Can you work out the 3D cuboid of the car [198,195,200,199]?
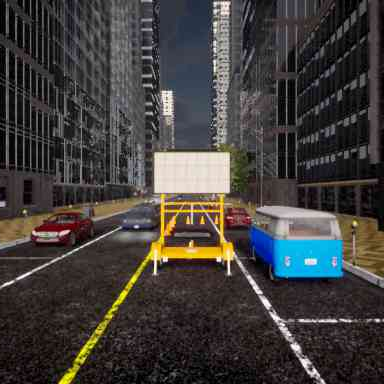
[{"bbox_3d":[2.710,1.410,66.309,1.967,1.590,4.097,0,0,0],"label":"car"}]

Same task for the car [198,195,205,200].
[{"bbox_3d":[2.719,1.462,94.772,1.887,1.381,4.507,0,0,0],"label":"car"}]

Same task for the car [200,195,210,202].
[{"bbox_3d":[2.711,1.401,72.001,1.967,1.590,4.097,0,0,0],"label":"car"}]

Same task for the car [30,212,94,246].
[{"bbox_3d":[-5.686,1.581,15.082,1.802,1.307,4.206,0,0,0],"label":"car"}]

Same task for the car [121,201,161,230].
[{"bbox_3d":[-3.093,1.547,21.203,2.033,1.411,5.357,0,0,0],"label":"car"}]

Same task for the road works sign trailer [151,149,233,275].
[{"bbox_3d":[0.003,0.464,10.405,2.380,3.560,2.880,0,0,0],"label":"road works sign trailer"}]

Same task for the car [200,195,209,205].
[{"bbox_3d":[2.705,1.544,49.232,2.008,1.369,4.403,0,0,0],"label":"car"}]

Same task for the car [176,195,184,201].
[{"bbox_3d":[-2.977,1.471,80.887,1.812,1.442,4.674,0,0,0],"label":"car"}]

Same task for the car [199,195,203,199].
[{"bbox_3d":[2.706,1.538,54.924,2.008,1.369,4.403,0,0,0],"label":"car"}]

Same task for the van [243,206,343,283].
[{"bbox_3d":[2.693,1.341,9.385,1.690,1.788,3.998,0,0,0],"label":"van"}]

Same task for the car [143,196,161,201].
[{"bbox_3d":[-5.678,1.548,43.545,2.008,1.369,4.403,0,0,0],"label":"car"}]

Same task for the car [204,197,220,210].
[{"bbox_3d":[2.701,1.581,37.847,1.802,1.307,4.206,0,0,0],"label":"car"}]

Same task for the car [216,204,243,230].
[{"bbox_3d":[2.696,1.581,20.769,1.802,1.307,4.206,0,0,0],"label":"car"}]
